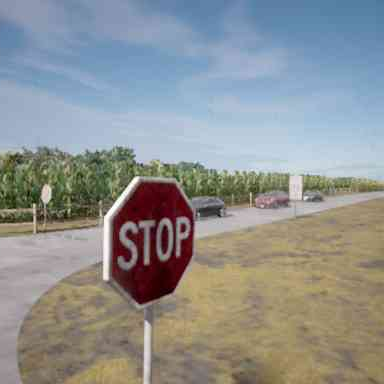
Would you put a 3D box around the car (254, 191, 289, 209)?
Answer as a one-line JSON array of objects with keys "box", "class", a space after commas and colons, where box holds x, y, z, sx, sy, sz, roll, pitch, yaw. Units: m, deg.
[{"box": [7.915, 0.709, 32.847, 2.097, 1.767, 4.553, 1, 2, 37], "class": "car"}]

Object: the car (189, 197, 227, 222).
[{"box": [0.611, 1.123, 23.215, 1.837, 1.490, 4.892, 1, 2, 37], "class": "car"}]

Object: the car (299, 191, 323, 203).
[{"box": [15.308, 0.571, 42.555, 2.128, 1.511, 4.902, 1, 2, 38], "class": "car"}]
